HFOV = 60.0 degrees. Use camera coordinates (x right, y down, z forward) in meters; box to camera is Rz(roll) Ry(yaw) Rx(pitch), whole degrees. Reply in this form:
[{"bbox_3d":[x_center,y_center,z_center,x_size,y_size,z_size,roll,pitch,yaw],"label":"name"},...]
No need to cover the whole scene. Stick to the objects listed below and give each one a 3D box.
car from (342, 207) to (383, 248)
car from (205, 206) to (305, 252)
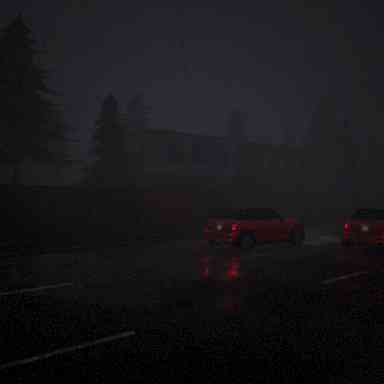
[{"bbox_3d":[8.396,1.427,14.030,4.553,1.767,2.097,0,0,-35],"label":"car"},{"bbox_3d":[2.815,1.404,14.353,4.553,1.767,2.097,0,0,-35],"label":"car"}]
